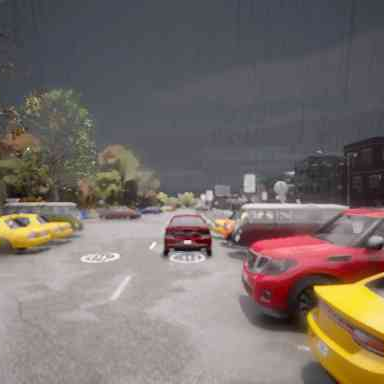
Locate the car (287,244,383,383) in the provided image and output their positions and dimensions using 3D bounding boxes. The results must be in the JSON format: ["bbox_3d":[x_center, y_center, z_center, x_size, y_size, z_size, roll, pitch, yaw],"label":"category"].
[{"bbox_3d":[3.876,1.520,3.623,5.008,1.535,2.097,0,-1,-1],"label":"car"}]

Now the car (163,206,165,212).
[{"bbox_3d":[-8.901,3.916,70.724,4.892,1.521,2.231,0,-2,0],"label":"car"}]

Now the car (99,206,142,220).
[{"bbox_3d":[-8.788,2.632,39.969,4.674,1.452,2.002,0,-2,-1],"label":"car"}]

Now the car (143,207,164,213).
[{"bbox_3d":[-8.920,4.231,77.139,4.674,1.452,2.002,0,-2,0],"label":"car"}]

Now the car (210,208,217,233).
[{"bbox_3d":[3.875,1.812,18.684,5.366,1.575,1.946,0,-1,-1],"label":"car"}]

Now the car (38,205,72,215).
[{"bbox_3d":[-22.472,2.966,54.725,4.892,1.490,1.837,1,0,-1],"label":"car"}]

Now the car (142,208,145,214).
[{"bbox_3d":[-8.869,2.601,43.143,4.553,1.767,2.185,0,-2,0],"label":"car"}]

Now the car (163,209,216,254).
[{"bbox_3d":[-0.181,1.715,14.540,1.882,1.535,5.008,0,-1,0],"label":"car"}]

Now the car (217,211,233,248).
[{"bbox_3d":[3.692,1.614,15.768,4.553,1.767,2.185,0,-1,-1],"label":"car"}]

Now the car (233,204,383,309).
[{"bbox_3d":[3.806,1.307,6.543,5.566,2.045,2.435,0,-1,-1],"label":"car"}]

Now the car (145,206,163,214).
[{"bbox_3d":[-8.895,3.814,67.450,4.674,1.452,2.002,0,-2,0],"label":"car"}]

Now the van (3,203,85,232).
[{"bbox_3d":[-8.467,1.615,19.198,4.442,1.987,1.878,0,-1,-1],"label":"van"}]

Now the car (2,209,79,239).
[{"bbox_3d":[-8.738,1.766,16.396,5.366,1.575,1.946,0,-1,-1],"label":"car"}]

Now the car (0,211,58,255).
[{"bbox_3d":[-8.708,1.703,13.736,5.366,1.575,1.946,0,-1,-1],"label":"car"}]
